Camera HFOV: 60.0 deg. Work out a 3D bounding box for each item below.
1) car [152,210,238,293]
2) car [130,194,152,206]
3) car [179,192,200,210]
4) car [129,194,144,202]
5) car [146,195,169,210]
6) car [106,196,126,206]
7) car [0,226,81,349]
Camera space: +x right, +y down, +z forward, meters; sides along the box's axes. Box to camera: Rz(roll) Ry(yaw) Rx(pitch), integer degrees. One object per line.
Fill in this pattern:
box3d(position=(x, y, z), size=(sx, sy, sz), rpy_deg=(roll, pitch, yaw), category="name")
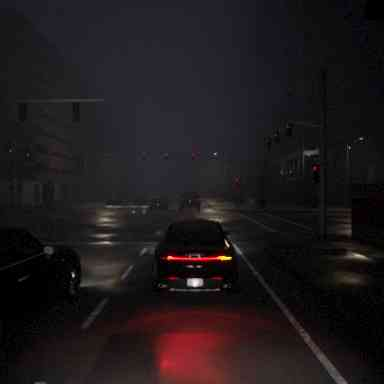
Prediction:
box3d(position=(0.075, 1.450, 8.719), size=(1.837, 1.490, 4.892), rpy_deg=(0, 0, 0), category="car")
box3d(position=(-7.493, 1.201, 48.672), size=(1.837, 1.490, 4.892), rpy_deg=(0, 0, 0), category="car")
box3d(position=(-0.240, 0.997, 37.143), size=(2.150, 2.045, 5.566), rpy_deg=(0, 1, -1), category="car")
box3d(position=(-10.796, 1.144, 64.823), size=(2.033, 1.411, 5.357), rpy_deg=(0, 0, 1), category="car")
box3d(position=(-3.759, 1.326, 38.590), size=(1.994, 1.385, 4.181), rpy_deg=(0, 1, -1), category="car")
box3d(position=(-10.997, 1.245, 48.508), size=(2.033, 1.411, 5.357), rpy_deg=(0, 0, 0), category="car")
box3d(position=(-3.449, 1.318, 5.393), size=(2.097, 1.767, 4.553), rpy_deg=(0, 0, 0), category="car")
